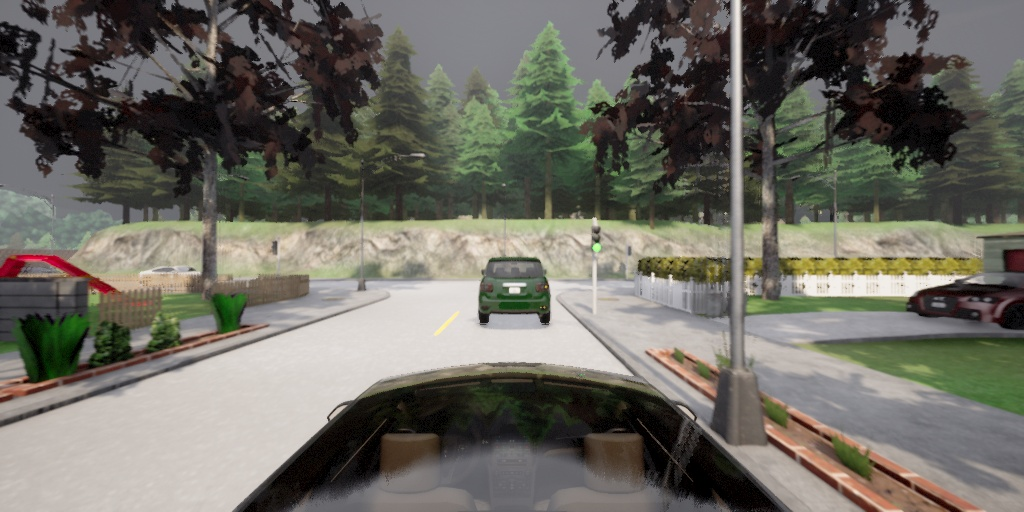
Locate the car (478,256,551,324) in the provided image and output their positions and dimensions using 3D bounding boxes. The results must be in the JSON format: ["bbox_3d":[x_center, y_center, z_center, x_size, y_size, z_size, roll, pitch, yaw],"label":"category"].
[{"bbox_3d":[0.077,1.029,12.409,2.150,2.045,5.566,0,0,0],"label":"car"}]

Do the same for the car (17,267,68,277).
[{"bbox_3d":[-33.205,1.435,25.045,4.181,1.385,1.994,0,0,-1],"label":"car"}]

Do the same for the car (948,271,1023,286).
[{"bbox_3d":[38.999,1.456,29.170,4.181,1.385,1.994,0,0,1],"label":"car"}]

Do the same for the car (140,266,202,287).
[{"bbox_3d":[-23.272,1.397,25.037,4.674,1.442,1.812,0,0,0],"label":"car"}]
